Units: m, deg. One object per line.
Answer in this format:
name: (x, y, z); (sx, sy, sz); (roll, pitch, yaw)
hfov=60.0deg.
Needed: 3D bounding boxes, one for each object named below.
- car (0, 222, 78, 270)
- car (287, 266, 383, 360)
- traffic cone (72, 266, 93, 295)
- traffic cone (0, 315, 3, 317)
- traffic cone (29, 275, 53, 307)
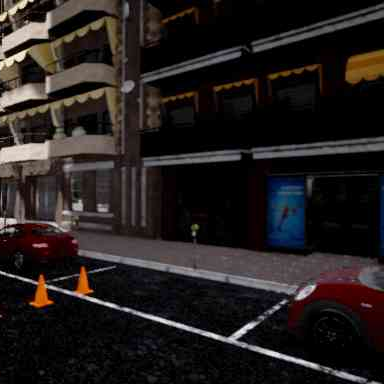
car: (-5.497, 1.659, 11.060); (4.206, 1.307, 1.802); (0, -1, 36)
car: (3.432, 1.495, 4.524); (4.097, 1.590, 1.967); (0, -1, 36)
traffic cone: (-2.521, 2.014, 7.682); (0.340, 0.580, 0.340); (0, -1, 36)
traffic cone: (-3.703, 1.996, 6.068); (0.340, 0.580, 0.340); (0, -1, 36)
traffic cone: (-3.112, 2.005, 6.875); (0.340, 0.580, 0.340); (0, -1, 36)
